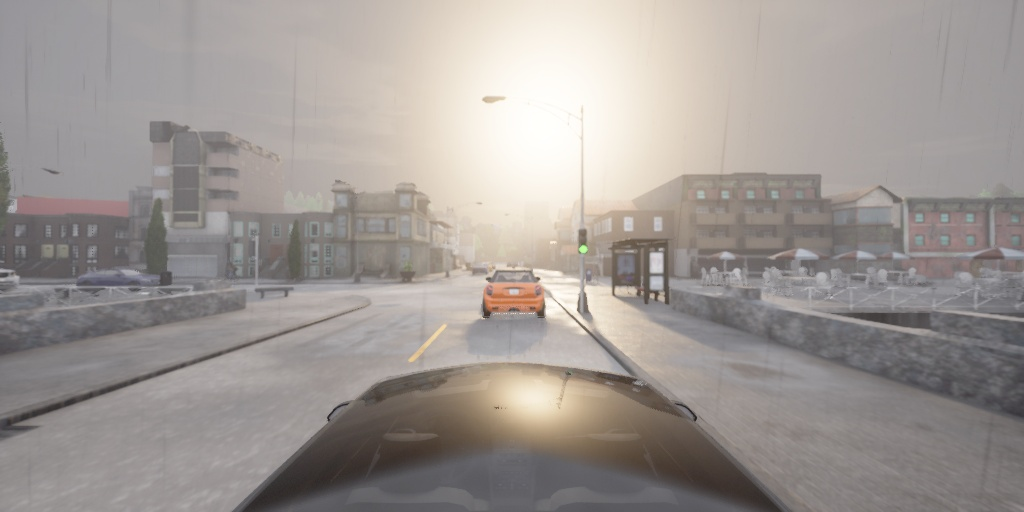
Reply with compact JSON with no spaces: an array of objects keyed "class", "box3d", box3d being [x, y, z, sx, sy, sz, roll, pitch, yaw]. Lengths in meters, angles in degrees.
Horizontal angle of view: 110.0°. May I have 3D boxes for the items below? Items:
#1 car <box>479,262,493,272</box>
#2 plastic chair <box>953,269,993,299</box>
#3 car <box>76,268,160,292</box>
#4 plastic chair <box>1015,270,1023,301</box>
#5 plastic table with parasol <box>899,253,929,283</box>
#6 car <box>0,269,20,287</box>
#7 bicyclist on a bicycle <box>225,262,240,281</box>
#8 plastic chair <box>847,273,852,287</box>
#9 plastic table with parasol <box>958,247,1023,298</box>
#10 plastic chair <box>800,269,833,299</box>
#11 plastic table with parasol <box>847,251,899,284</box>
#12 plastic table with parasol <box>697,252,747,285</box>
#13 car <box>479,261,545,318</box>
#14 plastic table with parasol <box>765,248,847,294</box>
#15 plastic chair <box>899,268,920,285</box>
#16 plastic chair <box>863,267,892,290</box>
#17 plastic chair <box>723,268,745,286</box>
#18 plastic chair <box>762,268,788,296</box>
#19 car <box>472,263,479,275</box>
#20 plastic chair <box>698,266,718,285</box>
[{"class":"car","box3d":[-4.112,1.737,56.944,1.882,1.535,5.008,0,-1,0]},{"class":"plastic chair","box3d":[22.589,1.427,17.585,0.730,1.272,0.750,0,0,0]},{"class":"car","box3d":[-24.237,1.466,22.412,4.674,1.442,1.812,0,-1,0]},{"class":"plastic chair","box3d":[23.690,1.414,16.186,0.750,1.272,0.730,0,0,0]},{"class":"plastic table with parasol","box3d":[30.214,0.924,28.458,2.482,2.480,2.482,0,0,0]},{"class":"car","box3d":[-34.633,1.161,22.412,5.566,2.045,2.150,0,-1,0]},{"class":"bicyclist on a bicycle","box3d":[-24.036,1.366,30.810,0.582,1.620,1.656,0,0,0]},{"class":"plastic chair","box3d":[21.686,1.484,23.785,0.730,1.272,0.750,0,0,0]},{"class":"plastic table with parasol","box3d":[23.789,0.823,17.536,2.482,2.480,2.482,0,0,0]},{"class":"plastic chair","box3d":[14.989,1.428,17.682,0.750,1.272,0.730,0,0,0]},{"class":"plastic table with parasol","box3d":[22.886,0.880,23.735,2.482,2.480,2.482,0,0,0]},{"class":"plastic table with parasol","box3d":[15.905,0.907,26.762,2.482,2.480,2.482,0,0,0]},{"class":"car","box3d":[0.049,1.212,13.736,2.097,1.767,4.553,0,-1,0]},{"class":"plastic table with parasol","box3d":[15.159,0.835,18.942,2.482,2.480,2.482,0,0,0]},{"class":"plastic chair","box3d":[29.885,1.515,27.088,0.750,1.272,0.730,0,0,0]},{"class":"plastic chair","box3d":[22.787,1.471,22.385,0.750,1.272,0.730,0,0,0]},{"class":"plastic chair","box3d":[15.786,1.500,25.482,0.750,1.272,0.730,0,0,0]},{"class":"plastic chair","box3d":[13.888,1.440,19.081,0.730,1.272,0.750,0,0,0]},{"class":"car","box3d":[-4.125,1.648,47.294,1.882,1.535,5.008,0,-1,0]},{"class":"plastic chair","box3d":[14.685,1.512,26.881,0.730,1.272,0.750,0,0,0]}]
